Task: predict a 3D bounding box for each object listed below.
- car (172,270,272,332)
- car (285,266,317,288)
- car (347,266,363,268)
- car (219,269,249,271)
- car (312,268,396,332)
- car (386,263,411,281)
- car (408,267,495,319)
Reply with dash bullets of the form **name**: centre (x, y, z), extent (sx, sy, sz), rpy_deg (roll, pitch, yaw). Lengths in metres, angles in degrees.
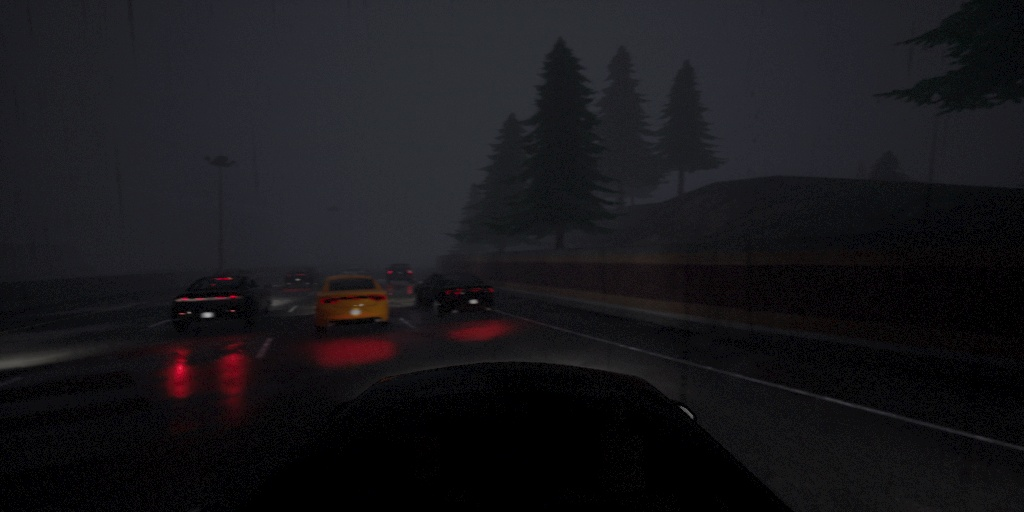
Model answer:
- **car**: centre (-9.245, 1.395, 11.767), extent (2.128, 1.511, 4.902), rpy_deg (0, 0, -27)
- **car**: centre (-16.072, 1.552, 27.847), extent (1.882, 1.535, 5.008), rpy_deg (-1, 0, -20)
- **car**: centre (-13.060, 1.584, 29.809), extent (1.812, 1.442, 4.674), rpy_deg (0, 0, -19)
- **car**: centre (-18.387, 1.576, 23.957), extent (1.837, 1.490, 4.892), rpy_deg (-1, 0, -21)
- **car**: centre (-5.241, 1.342, 11.590), extent (1.882, 1.535, 5.008), rpy_deg (0, 0, -28)
- **car**: centre (-9.751, 1.386, 30.989), extent (2.097, 1.767, 4.553), rpy_deg (0, 0, -19)
- **car**: centre (-2.361, 1.328, 13.637), extent (1.882, 1.535, 5.008), rpy_deg (0, 0, -27)
